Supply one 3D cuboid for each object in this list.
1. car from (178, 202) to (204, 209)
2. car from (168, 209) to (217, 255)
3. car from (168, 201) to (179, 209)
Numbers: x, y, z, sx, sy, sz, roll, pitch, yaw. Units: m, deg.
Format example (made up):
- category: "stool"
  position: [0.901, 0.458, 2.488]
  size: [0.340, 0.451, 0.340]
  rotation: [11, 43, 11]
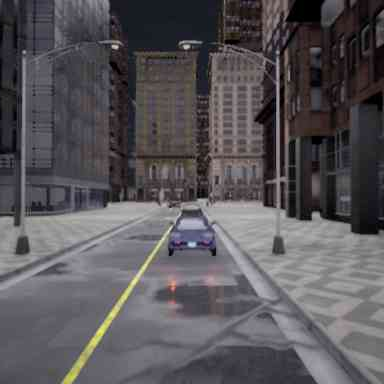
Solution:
- category: "car"
  position: [0.026, 1.805, 29.236]
  size: [1.882, 1.535, 5.008]
  rotation: [0, 0, 0]
- category: "car"
  position: [0.022, 1.679, 13.887]
  size: [1.812, 1.442, 4.674]
  rotation: [0, 0, 0]
- category: "car"
  position: [-3.062, 2.239, 58.060]
  size: [1.994, 1.385, 4.181]
  rotation: [0, -1, 0]
